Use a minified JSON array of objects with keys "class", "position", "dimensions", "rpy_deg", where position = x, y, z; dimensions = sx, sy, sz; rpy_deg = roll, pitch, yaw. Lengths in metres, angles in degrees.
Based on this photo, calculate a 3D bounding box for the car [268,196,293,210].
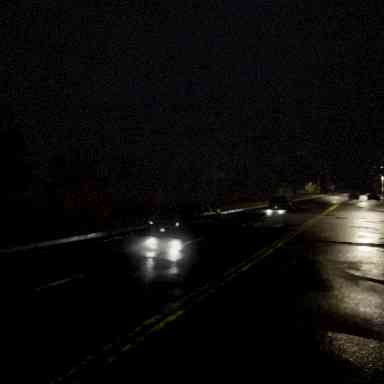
[{"class":"car","position":[9.827,1.127,36.518],"dimensions":[2.033,1.411,5.357],"rpy_deg":[1,1,27]}]

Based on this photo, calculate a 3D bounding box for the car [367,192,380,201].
[{"class":"car","position":[33.742,0.986,61.855],"dimensions":[1.994,1.385,4.181],"rpy_deg":[1,1,27]}]

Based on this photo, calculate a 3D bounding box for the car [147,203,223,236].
[{"class":"car","position":[-0.118,1.302,17.296],"dimensions":[2.033,1.411,5.357],"rpy_deg":[1,1,27]}]

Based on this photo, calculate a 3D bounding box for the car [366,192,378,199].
[{"class":"car","position":[38.300,0.732,70.757],"dimensions":[2.033,1.411,5.357],"rpy_deg":[1,1,27]}]

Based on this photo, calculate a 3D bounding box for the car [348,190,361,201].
[{"class":"car","position":[30.659,0.913,62.964],"dimensions":[2.128,1.511,4.902],"rpy_deg":[1,1,27]}]
